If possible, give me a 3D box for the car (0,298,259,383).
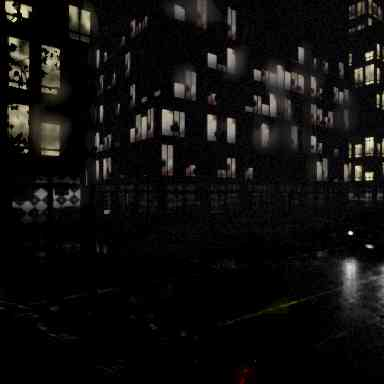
[{"bbox_3d":[-1.694,1.477,2.104,5.008,1.535,1.882,0,0,-35],"label":"car"}]

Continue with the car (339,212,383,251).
[{"bbox_3d":[8.029,1.599,12.969,4.718,1.301,1.895,0,0,-36],"label":"car"}]

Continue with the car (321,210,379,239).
[{"bbox_3d":[8.140,1.563,16.226,4.313,1.339,1.947,0,0,-36],"label":"car"}]
